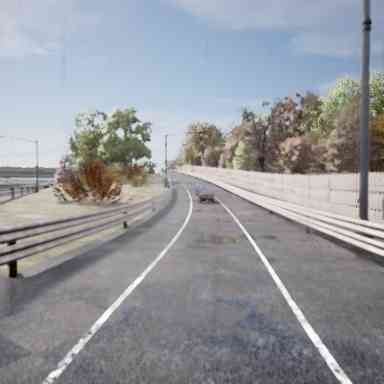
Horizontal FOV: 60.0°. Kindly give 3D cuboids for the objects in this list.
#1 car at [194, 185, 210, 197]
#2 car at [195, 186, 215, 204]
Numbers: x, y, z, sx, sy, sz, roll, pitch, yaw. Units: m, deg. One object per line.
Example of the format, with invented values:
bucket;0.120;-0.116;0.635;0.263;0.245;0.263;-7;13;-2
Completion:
car;1.444;-0.180;50.087;2.033;1.411;5.357;0;5;-3
car;1.692;0.514;39.726;1.837;1.490;4.892;0;4;-1
